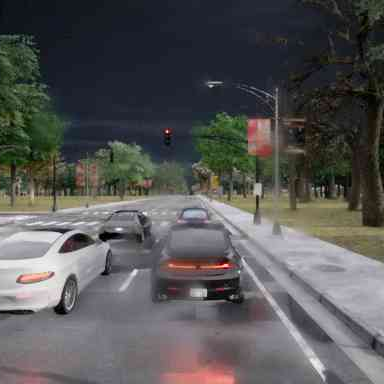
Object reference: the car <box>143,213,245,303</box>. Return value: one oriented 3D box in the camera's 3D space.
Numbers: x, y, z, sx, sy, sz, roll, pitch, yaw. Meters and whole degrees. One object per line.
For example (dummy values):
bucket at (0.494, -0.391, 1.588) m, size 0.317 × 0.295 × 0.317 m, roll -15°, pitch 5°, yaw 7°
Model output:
car at (0.119, 1.504, 8.200) m, size 1.837 × 1.490 × 4.892 m, roll 0°, pitch 0°, yaw 0°

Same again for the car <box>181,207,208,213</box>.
car at (0.138, 1.526, 17.272) m, size 1.812 × 1.442 × 4.674 m, roll 0°, pitch 0°, yaw 0°

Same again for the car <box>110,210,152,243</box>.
car at (-3.114, 1.565, 16.198) m, size 1.994 × 1.385 × 4.181 m, roll 0°, pitch 0°, yaw 0°

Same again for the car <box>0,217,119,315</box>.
car at (-3.134, 1.525, 7.439) m, size 1.812 × 1.442 × 4.674 m, roll 0°, pitch 0°, yaw 0°
